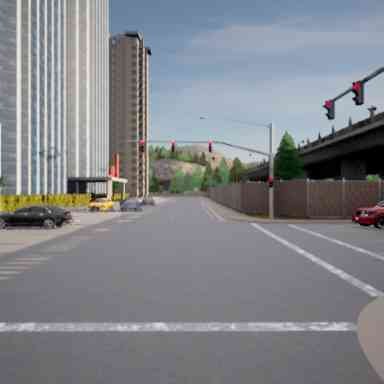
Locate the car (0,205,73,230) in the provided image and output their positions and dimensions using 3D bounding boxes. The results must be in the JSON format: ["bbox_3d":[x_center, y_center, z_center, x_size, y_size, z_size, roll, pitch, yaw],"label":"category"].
[{"bbox_3d":[-10.134,1.594,21.150,4.892,1.490,1.837,0,0,0],"label":"car"}]

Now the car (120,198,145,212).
[{"bbox_3d":[-7.093,1.555,38.920,1.812,1.442,4.674,0,0,0],"label":"car"}]

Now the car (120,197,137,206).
[{"bbox_3d":[-10.571,1.606,55.292,1.994,1.385,4.181,0,0,0],"label":"car"}]

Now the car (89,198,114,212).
[{"bbox_3d":[-10.592,1.507,39.067,1.882,1.535,5.008,0,0,0],"label":"car"}]

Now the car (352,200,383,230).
[{"bbox_3d":[13.289,1.318,21.197,5.566,2.045,2.150,0,0,0],"label":"car"}]

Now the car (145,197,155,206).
[{"bbox_3d":[-7.077,1.567,54.130,1.812,1.442,4.674,0,0,0],"label":"car"}]
